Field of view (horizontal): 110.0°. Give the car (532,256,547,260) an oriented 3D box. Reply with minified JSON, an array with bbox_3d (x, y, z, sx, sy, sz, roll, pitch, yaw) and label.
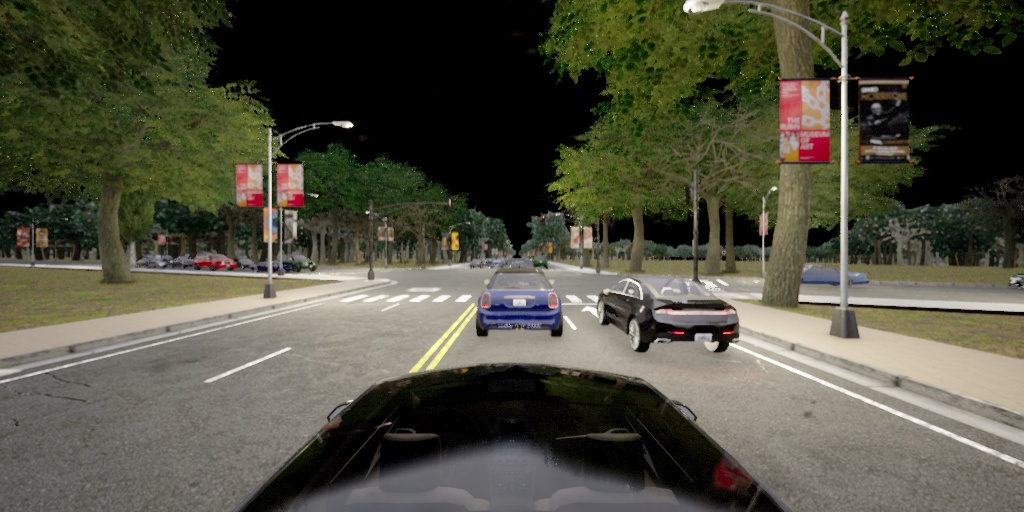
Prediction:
[{"bbox_3d":[4.340,0.952,56.232,2.150,2.045,5.566,0,0,1],"label":"car"}]

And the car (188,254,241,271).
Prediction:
[{"bbox_3d":[-35.819,0.776,43.174,5.566,2.045,2.150,0,0,24],"label":"car"}]

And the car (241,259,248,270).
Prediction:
[{"bbox_3d":[-34.750,1.054,46.263,4.892,1.490,1.837,0,0,24],"label":"car"}]

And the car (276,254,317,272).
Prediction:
[{"bbox_3d":[-25.490,0.822,42.118,5.566,2.045,2.150,0,0,24],"label":"car"}]

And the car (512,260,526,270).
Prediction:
[{"bbox_3d":[1.043,1.279,53.181,2.033,1.411,5.357,0,0,1],"label":"car"}]

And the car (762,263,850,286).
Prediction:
[{"bbox_3d":[22.640,1.361,27.886,4.902,1.511,2.128,0,0,26],"label":"car"}]

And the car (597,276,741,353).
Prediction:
[{"bbox_3d":[3.440,1.238,8.838,2.128,1.511,4.902,0,0,0],"label":"car"}]

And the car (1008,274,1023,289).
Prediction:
[{"bbox_3d":[34.971,1.440,22.378,4.902,1.511,2.128,0,0,24],"label":"car"}]

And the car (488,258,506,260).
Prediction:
[{"bbox_3d":[-2.297,1.257,55.853,1.812,1.442,4.674,0,0,1],"label":"car"}]

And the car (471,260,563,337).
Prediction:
[{"bbox_3d":[0.205,1.098,10.429,2.097,1.767,4.553,0,0,1],"label":"car"}]

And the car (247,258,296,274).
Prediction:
[{"bbox_3d":[-25.987,1.208,38.762,4.718,1.301,1.895,0,0,27],"label":"car"}]

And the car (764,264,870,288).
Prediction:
[{"bbox_3d":[21.171,1.417,25.017,5.357,1.411,2.033,0,0,21],"label":"car"}]

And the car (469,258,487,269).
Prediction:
[{"bbox_3d":[-5.540,1.237,56.675,1.837,1.490,4.892,0,0,2],"label":"car"}]
